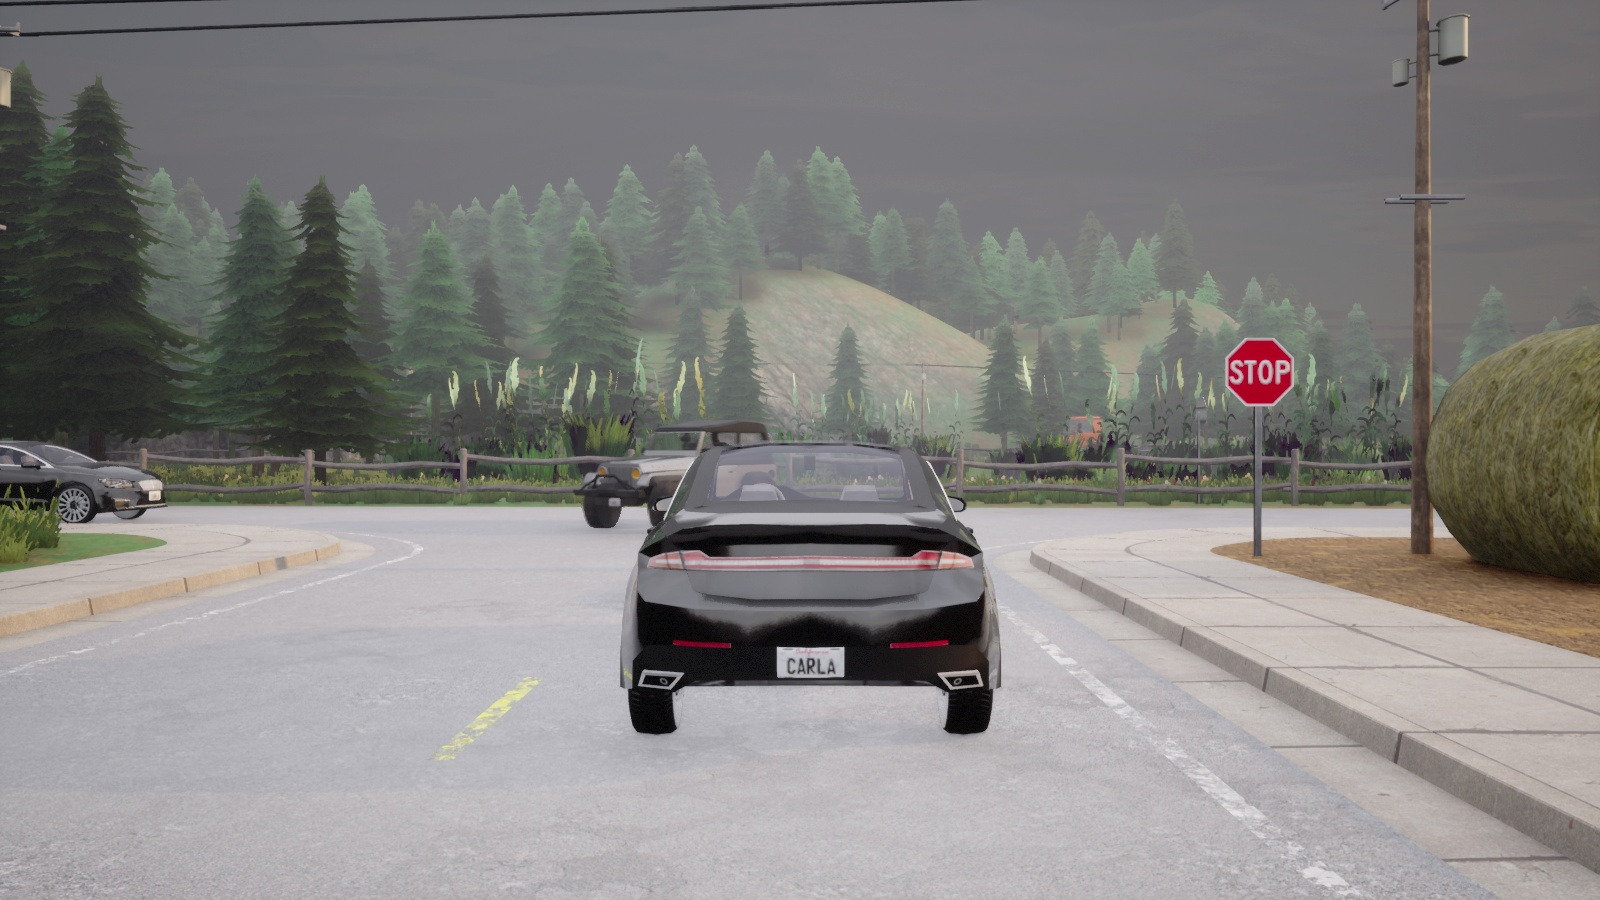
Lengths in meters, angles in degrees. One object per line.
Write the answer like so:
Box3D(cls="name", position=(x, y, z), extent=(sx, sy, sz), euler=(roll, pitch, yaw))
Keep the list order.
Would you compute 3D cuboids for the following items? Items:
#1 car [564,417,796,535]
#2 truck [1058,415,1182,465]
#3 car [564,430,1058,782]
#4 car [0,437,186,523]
Box3D(cls="car", position=(-2.027, 0.399, 22.064), extent=(1.905, 1.878, 3.866), euler=(0, 0, 39))
Box3D(cls="truck", position=(22.425, -0.715, 88.143), extent=(7.936, 3.462, 2.891), euler=(0, 0, -3))
Box3D(cls="car", position=(0.061, 0.658, 7.862), extent=(2.128, 1.511, 4.902), euler=(0, 0, 0))
Box3D(cls="car", position=(-14.394, 0.524, 23.385), extent=(4.902, 1.511, 2.128), euler=(0, 0, 3))
